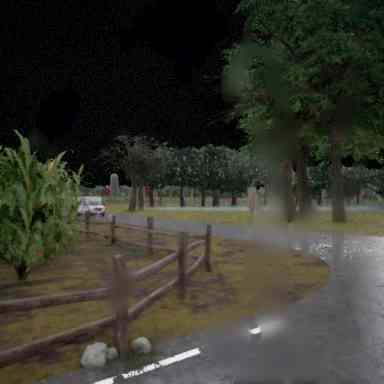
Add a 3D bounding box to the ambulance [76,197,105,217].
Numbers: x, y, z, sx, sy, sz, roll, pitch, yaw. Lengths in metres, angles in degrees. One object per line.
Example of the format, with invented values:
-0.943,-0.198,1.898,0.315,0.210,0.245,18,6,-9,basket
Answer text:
-12.944,1.836,42.068,2.351,2.431,6.366,1,-2,-35,ambulance
